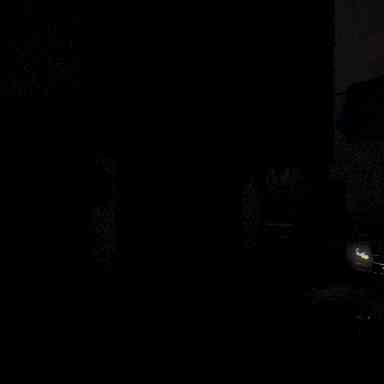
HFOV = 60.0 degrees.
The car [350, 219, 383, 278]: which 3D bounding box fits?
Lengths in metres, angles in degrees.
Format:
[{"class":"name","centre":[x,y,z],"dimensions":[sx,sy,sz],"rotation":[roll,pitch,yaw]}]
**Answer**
[{"class":"car","centre":[6.140,1.506,9.484],"dimensions":[1.837,1.490,4.892],"rotation":[4,2,41]}]
